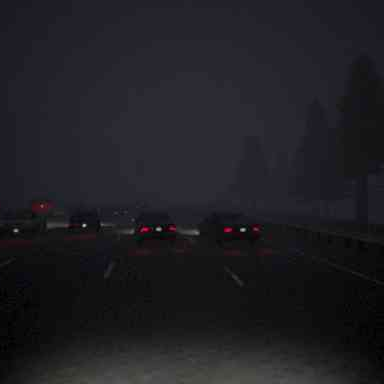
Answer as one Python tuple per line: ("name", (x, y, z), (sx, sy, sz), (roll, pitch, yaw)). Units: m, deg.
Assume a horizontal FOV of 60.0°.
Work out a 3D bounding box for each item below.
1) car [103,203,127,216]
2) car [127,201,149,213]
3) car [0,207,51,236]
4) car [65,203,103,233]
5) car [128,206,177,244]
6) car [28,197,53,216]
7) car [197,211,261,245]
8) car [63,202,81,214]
("car", (-8.965, 1.907, 36.733), (1.895, 1.301, 4.718), (0, 0, -26))
("car", (-6.281, 1.841, 39.069), (1.812, 1.442, 4.674), (0, 0, -27))
("car", (-9.964, 1.783, 19.862), (1.895, 1.301, 4.718), (0, 0, -15))
("car", (-6.839, 1.689, 21.465), (1.837, 1.490, 4.892), (0, -1, -15))
("car", (-1.974, 1.681, 16.782), (2.033, 1.411, 5.357), (0, 0, -12))
("car", (-16.346, 1.546, 35.885), (2.150, 2.045, 5.566), (0, 0, -27))
("car", (1.642, 1.667, 16.444), (2.033, 1.411, 5.357), (0, 0, -11))
("car", (-13.227, 1.816, 37.340), (2.128, 1.511, 4.902), (0, 0, -27))
